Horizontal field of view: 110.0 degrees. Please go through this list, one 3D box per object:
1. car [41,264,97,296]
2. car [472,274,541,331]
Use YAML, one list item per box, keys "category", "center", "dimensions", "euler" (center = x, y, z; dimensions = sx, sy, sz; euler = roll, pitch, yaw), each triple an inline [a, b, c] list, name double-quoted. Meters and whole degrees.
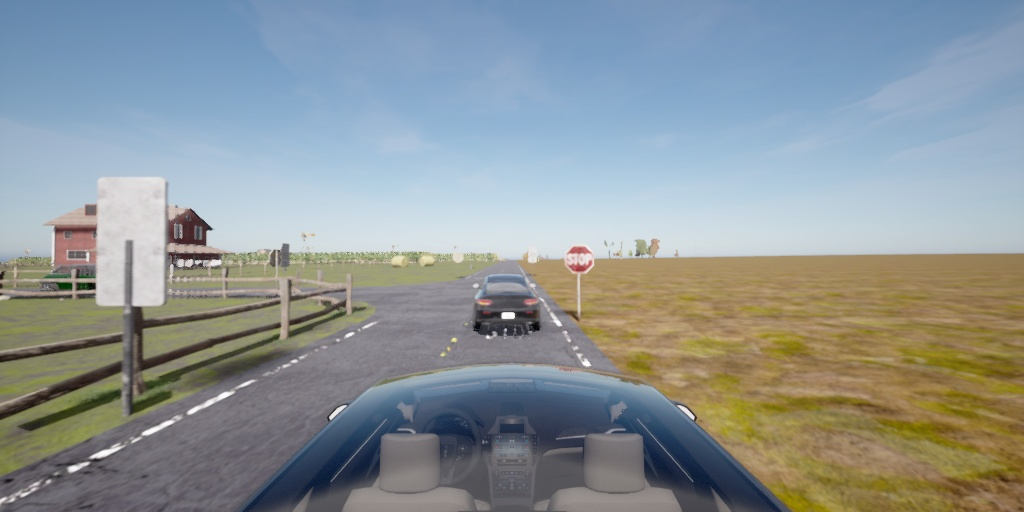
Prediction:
- category: "car"
  center: [-22.514, 1.214, 19.668]
  dimensions: [4.553, 1.767, 2.097]
  euler: [0, -1, 0]
- category: "car"
  center: [-0.218, 1.282, 10.969]
  dimensions: [1.812, 1.442, 4.674]
  euler: [0, 0, -3]
